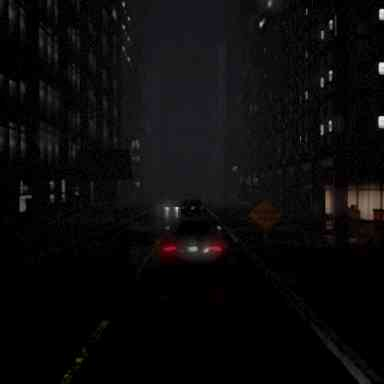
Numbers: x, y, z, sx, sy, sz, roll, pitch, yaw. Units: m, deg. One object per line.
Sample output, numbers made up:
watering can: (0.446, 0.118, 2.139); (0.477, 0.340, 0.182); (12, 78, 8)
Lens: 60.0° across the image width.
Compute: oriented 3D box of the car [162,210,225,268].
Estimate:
car: (0.051, 1.551, 11.256); (2.033, 1.411, 5.357); (0, 0, 1)

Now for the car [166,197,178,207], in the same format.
car: (-3.064, 1.575, 52.040); (1.812, 1.442, 4.674); (0, 0, 0)

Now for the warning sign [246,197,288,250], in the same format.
warning sign: (2.733, 1.120, 12.313); (1.300, 1.860, 1.060); (1, 1, 0)

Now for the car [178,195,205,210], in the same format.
car: (0.078, 1.371, 29.644); (2.097, 1.767, 4.553); (0, 0, 0)

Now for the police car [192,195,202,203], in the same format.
police car: (1.070, 1.515, 72.445); (1.930, 1.638, 5.238); (0, 0, 0)
